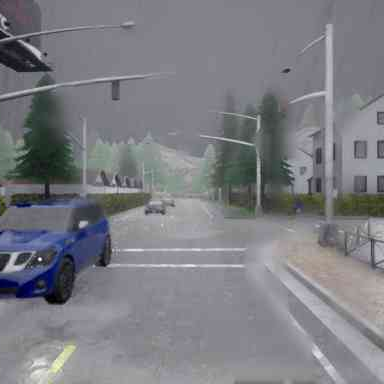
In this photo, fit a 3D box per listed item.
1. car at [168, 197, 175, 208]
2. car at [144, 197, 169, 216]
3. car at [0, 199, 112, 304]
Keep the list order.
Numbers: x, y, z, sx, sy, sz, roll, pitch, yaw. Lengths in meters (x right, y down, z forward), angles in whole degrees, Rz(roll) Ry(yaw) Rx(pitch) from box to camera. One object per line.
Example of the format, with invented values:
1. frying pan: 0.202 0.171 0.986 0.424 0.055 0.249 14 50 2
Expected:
1. car: -3.564 1.526 49.344 1.812 1.442 4.674 0 1 0
2. car: -3.565 1.526 33.076 1.812 1.442 4.674 0 0 -1
3. car: -3.606 1.227 8.486 2.150 2.045 5.566 0 0 0
